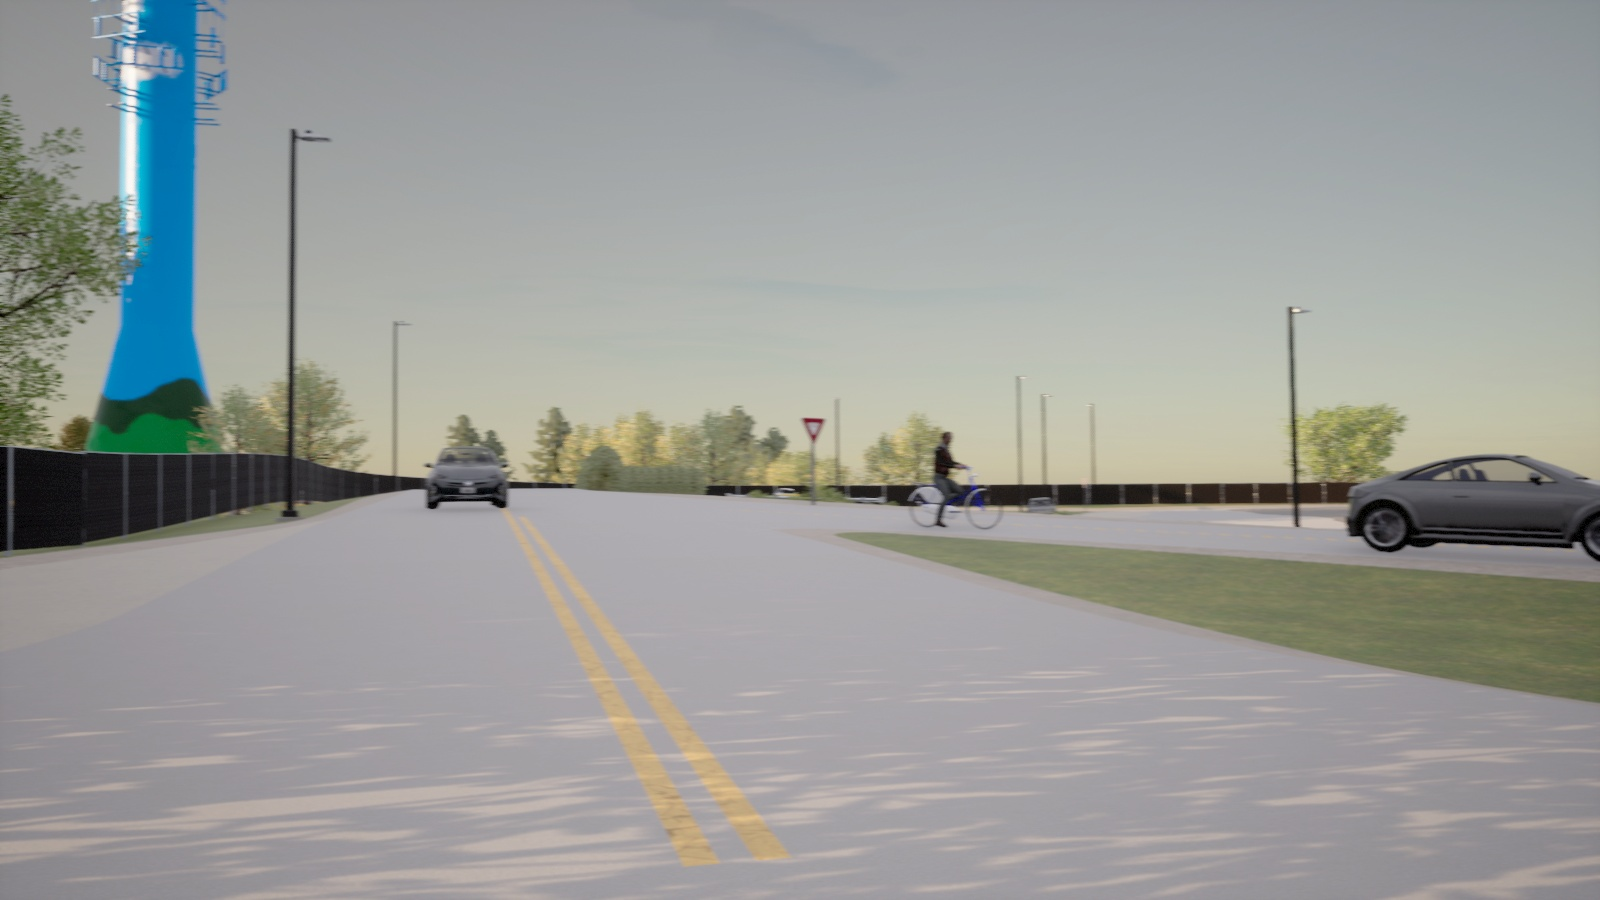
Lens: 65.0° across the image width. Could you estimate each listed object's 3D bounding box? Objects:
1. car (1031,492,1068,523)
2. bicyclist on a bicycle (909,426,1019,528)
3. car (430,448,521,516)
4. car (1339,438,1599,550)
[{"bbox_3d":[14.502,3.319,73.034,1.789,1.549,3.705,-5,-2,8],"label":"car"},{"bbox_3d":[2.946,0.497,22.651,1.843,1.776,0.659,-1,-1,33],"label":"bicyclist on a bicycle"},{"bbox_3d":[-8.147,0.782,31.383,2.007,1.525,4.514,-1,-1,-16],"label":"car"},{"bbox_3d":[9.817,0.569,17.017,4.181,1.385,1.994,-1,-1,41],"label":"car"}]
